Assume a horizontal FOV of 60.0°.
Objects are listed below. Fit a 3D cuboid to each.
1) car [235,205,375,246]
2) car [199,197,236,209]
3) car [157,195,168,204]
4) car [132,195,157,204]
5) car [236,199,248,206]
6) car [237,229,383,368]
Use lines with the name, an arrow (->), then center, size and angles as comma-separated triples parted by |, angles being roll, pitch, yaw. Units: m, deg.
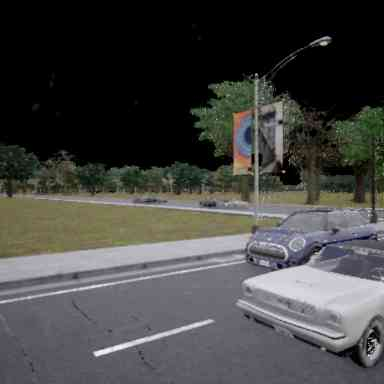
car -> 3.809, 1.351, 10.370 | 4.553, 1.767, 2.097 | 0, 0, -35
car -> 2.910, 1.416, 43.109 | 2.128, 1.511, 4.902 | 0, 0, -36
car -> -6.245, 1.418, 61.352 | 1.837, 1.490, 4.892 | 0, 0, -36
car -> -8.874, 1.445, 59.441 | 2.033, 1.411, 5.357 | 0, 0, -36
car -> 5.416, 1.526, 45.192 | 1.895, 1.301, 4.718 | 0, 0, -36
car -> 3.050, 1.599, 5.851 | 4.718, 1.301, 1.895 | 0, 0, -35
